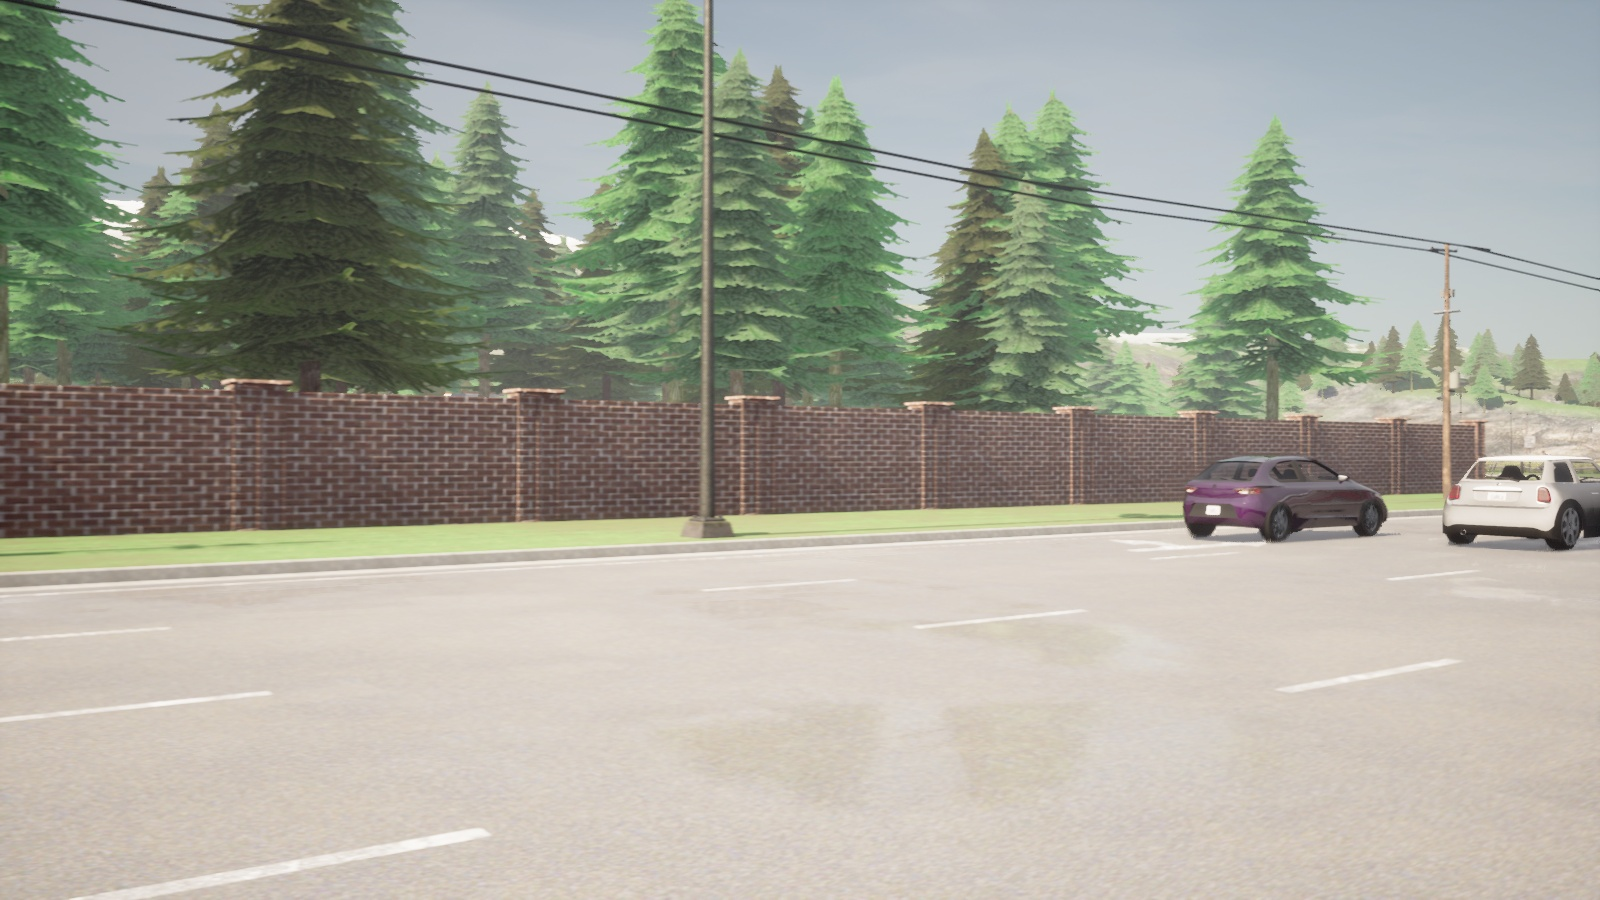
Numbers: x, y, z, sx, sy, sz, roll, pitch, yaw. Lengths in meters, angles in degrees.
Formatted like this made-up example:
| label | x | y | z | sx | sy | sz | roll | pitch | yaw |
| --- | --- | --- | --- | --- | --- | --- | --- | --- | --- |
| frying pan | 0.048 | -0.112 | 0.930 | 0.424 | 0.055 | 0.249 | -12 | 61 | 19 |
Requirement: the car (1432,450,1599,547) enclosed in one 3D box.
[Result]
| label | x | y | z | sx | sy | sz | roll | pitch | yaw |
| --- | --- | --- | --- | --- | --- | --- | --- | --- | --- |
| car | 12.493 | 0.735 | 20.882 | 3.806 | 1.475 | 1.970 | 0 | 0 | -35 |

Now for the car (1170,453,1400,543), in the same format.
| label | x | y | z | sx | sy | sz | roll | pitch | yaw |
| --- | --- | --- | --- | --- | --- | --- | --- | --- | --- |
| car | 8.751 | 0.795 | 22.542 | 4.193 | 1.474 | 1.816 | 0 | 0 | -35 |
